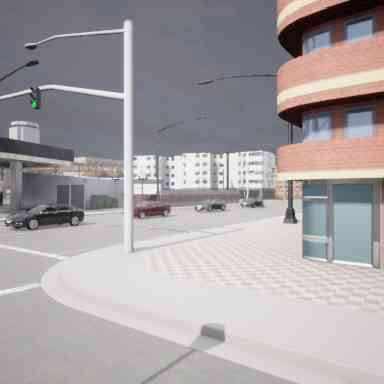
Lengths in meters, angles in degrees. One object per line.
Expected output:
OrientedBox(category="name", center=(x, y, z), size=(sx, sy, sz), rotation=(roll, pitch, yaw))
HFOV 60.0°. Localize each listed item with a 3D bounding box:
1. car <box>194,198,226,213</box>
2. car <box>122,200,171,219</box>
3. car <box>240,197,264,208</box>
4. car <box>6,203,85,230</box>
OrientedBox(category="car", center=(2.150, 1.492, 37.766), size=(2.128, 1.511, 4.902), rotation=(0, 0, 35))
OrientedBox(category="car", center=(-3.887, 1.478, 29.021), size=(1.882, 1.535, 5.008), rotation=(0, 0, 34))
OrientedBox(category="car", center=(8.543, 1.492, 46.976), size=(2.128, 1.511, 4.902), rotation=(0, 0, 35))
OrientedBox(category="car", center=(-9.211, 1.505, 21.241), size=(1.837, 1.490, 4.892), rotation=(0, 0, 34))
